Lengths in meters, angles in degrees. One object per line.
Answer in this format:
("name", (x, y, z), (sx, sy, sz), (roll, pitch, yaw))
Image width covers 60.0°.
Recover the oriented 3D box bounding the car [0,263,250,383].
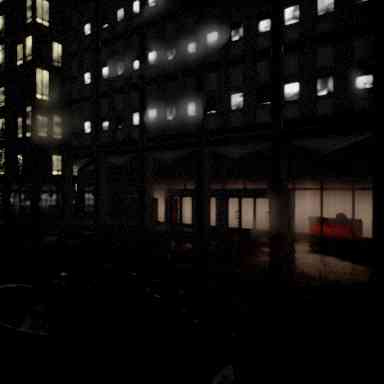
("car", (-1.440, 1.541, 3.906), (4.313, 1.339, 1.947), (1, 0, 35))
